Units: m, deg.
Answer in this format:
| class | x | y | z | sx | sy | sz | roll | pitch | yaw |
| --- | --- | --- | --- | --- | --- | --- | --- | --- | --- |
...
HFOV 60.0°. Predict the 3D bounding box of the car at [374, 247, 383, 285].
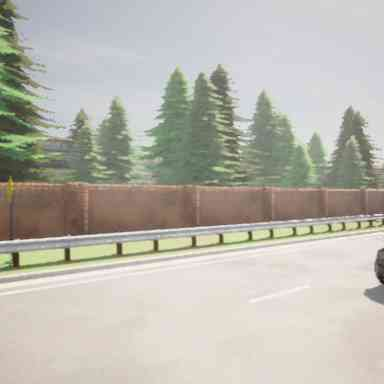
| class | x | y | z | sx | sy | sz | roll | pitch | yaw |
| --- | --- | --- | --- | --- | --- | --- | --- | --- | --- |
| car | 6.310 | 1.568 | 8.242 | 4.674 | 1.442 | 1.812 | 0 | 0 | -35 |
